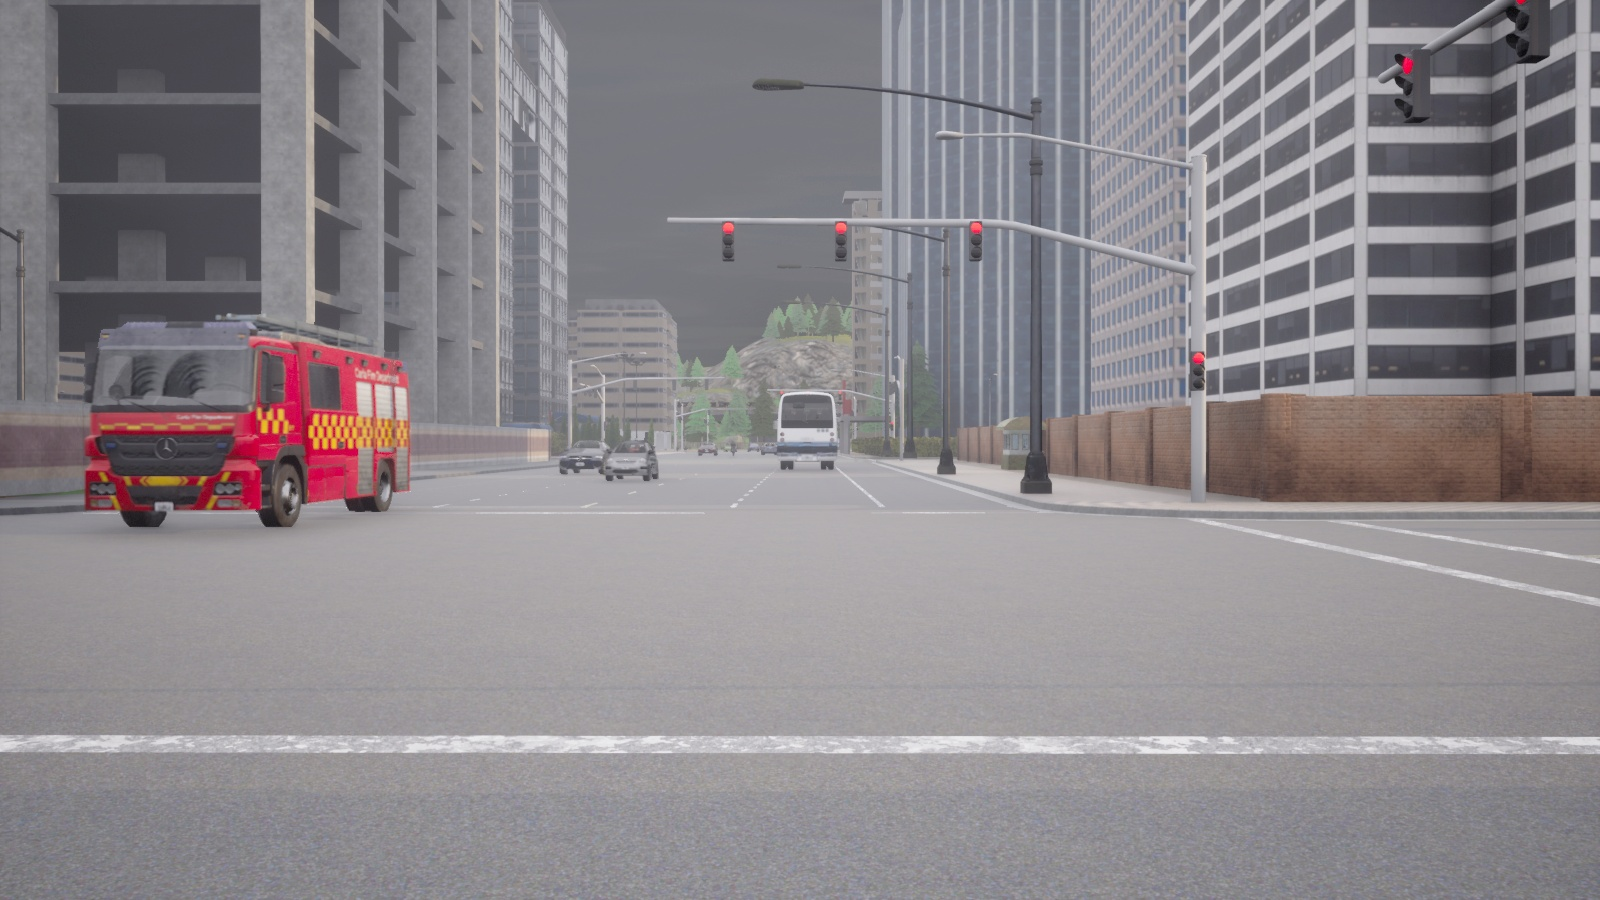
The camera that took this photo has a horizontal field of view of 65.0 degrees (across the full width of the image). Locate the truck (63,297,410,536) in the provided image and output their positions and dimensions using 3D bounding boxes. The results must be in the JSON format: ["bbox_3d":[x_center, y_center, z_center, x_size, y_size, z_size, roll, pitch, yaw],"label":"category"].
[{"bbox_3d":[-10.350,-0.564,24.371,2.891,3.827,8.468,0,0,0],"label":"truck"}]

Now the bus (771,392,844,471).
[{"bbox_3d":[0.418,-1.043,73.252,3.944,4.253,10.273,0,0,0],"label":"bus"}]

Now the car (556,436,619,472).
[{"bbox_3d":[-10.154,0.176,60.395,2.152,1.651,5.027,0,0,0],"label":"car"}]

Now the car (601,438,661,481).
[{"bbox_3d":[-6.709,0.356,50.199,1.851,1.617,3.988,0,0,0],"label":"car"}]
